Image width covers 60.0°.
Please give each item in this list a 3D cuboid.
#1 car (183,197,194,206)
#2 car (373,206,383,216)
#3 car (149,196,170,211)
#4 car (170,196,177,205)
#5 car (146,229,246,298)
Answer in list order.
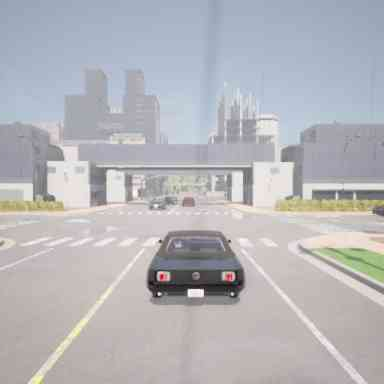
[{"bbox_3d":[-0.545,1.493,54.238,1.882,1.535,5.008,0,0,0],"label":"car"},{"bbox_3d":[19.087,1.521,30.280,4.892,1.490,1.837,0,0,0],"label":"car"},{"bbox_3d":[-4.242,1.507,41.512,2.128,1.511,4.902,0,0,0],"label":"car"},{"bbox_3d":[-4.209,1.522,59.495,1.837,1.490,4.892,0,-1,0],"label":"car"},{"bbox_3d":[0.075,1.601,8.435,1.895,1.301,4.718,0,0,0],"label":"car"}]
